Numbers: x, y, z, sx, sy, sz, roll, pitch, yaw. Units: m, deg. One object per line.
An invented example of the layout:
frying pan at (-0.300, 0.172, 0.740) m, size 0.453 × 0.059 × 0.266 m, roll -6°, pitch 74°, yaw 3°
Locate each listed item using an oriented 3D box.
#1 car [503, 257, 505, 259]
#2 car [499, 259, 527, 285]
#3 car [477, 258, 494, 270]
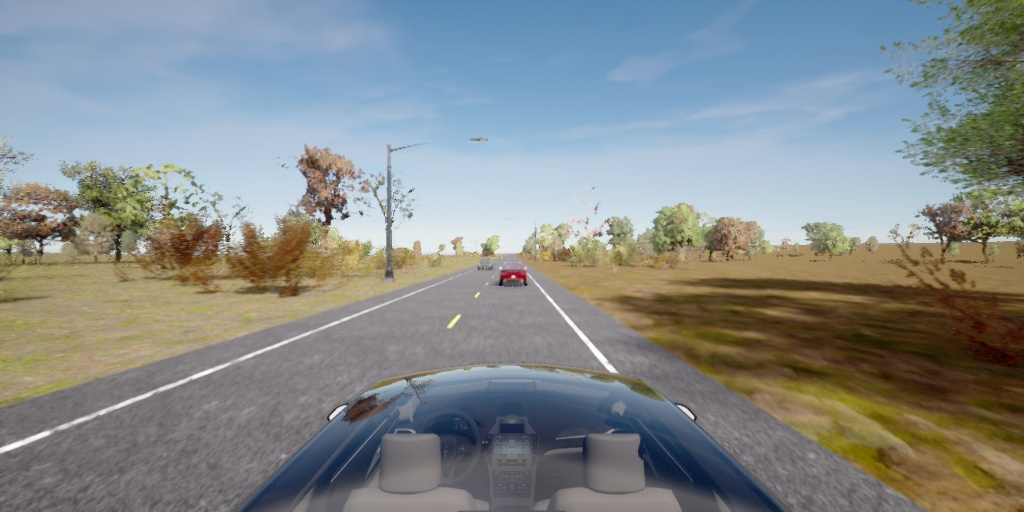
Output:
car at (0.080, 1.156, 43.854) m, size 1.882 × 1.535 × 5.008 m, roll 0°, pitch 0°, yaw 0°
car at (0.089, 1.191, 25.799) m, size 1.882 × 1.535 × 5.008 m, roll 0°, pitch 0°, yaw 0°
car at (-3.579, 1.021, 49.409) m, size 2.097 × 1.767 × 4.553 m, roll 0°, pitch 0°, yaw 0°
